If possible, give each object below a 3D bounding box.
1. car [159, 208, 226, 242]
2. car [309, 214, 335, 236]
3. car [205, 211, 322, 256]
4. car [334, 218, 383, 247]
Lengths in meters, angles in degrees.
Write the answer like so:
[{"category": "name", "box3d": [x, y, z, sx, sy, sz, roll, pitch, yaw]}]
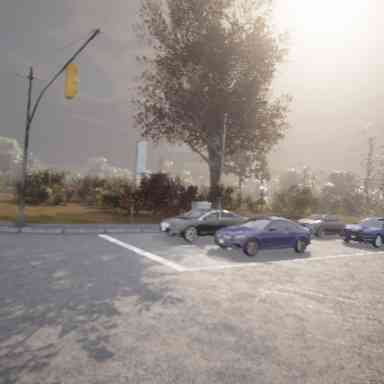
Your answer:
[{"category": "car", "box3d": [0.714, 1.577, 16.720, 4.902, 1.511, 2.128, 4, 0, -34]}, {"category": "car", "box3d": [8.436, 2.191, 22.068, 4.181, 1.385, 1.994, 4, 0, -35]}, {"category": "car", "box3d": [3.107, 1.772, 14.116, 4.674, 1.442, 1.812, 4, 0, -33]}, {"category": "car", "box3d": [10.779, 2.261, 19.432, 5.008, 1.535, 1.882, 3, 0, -35]}]
